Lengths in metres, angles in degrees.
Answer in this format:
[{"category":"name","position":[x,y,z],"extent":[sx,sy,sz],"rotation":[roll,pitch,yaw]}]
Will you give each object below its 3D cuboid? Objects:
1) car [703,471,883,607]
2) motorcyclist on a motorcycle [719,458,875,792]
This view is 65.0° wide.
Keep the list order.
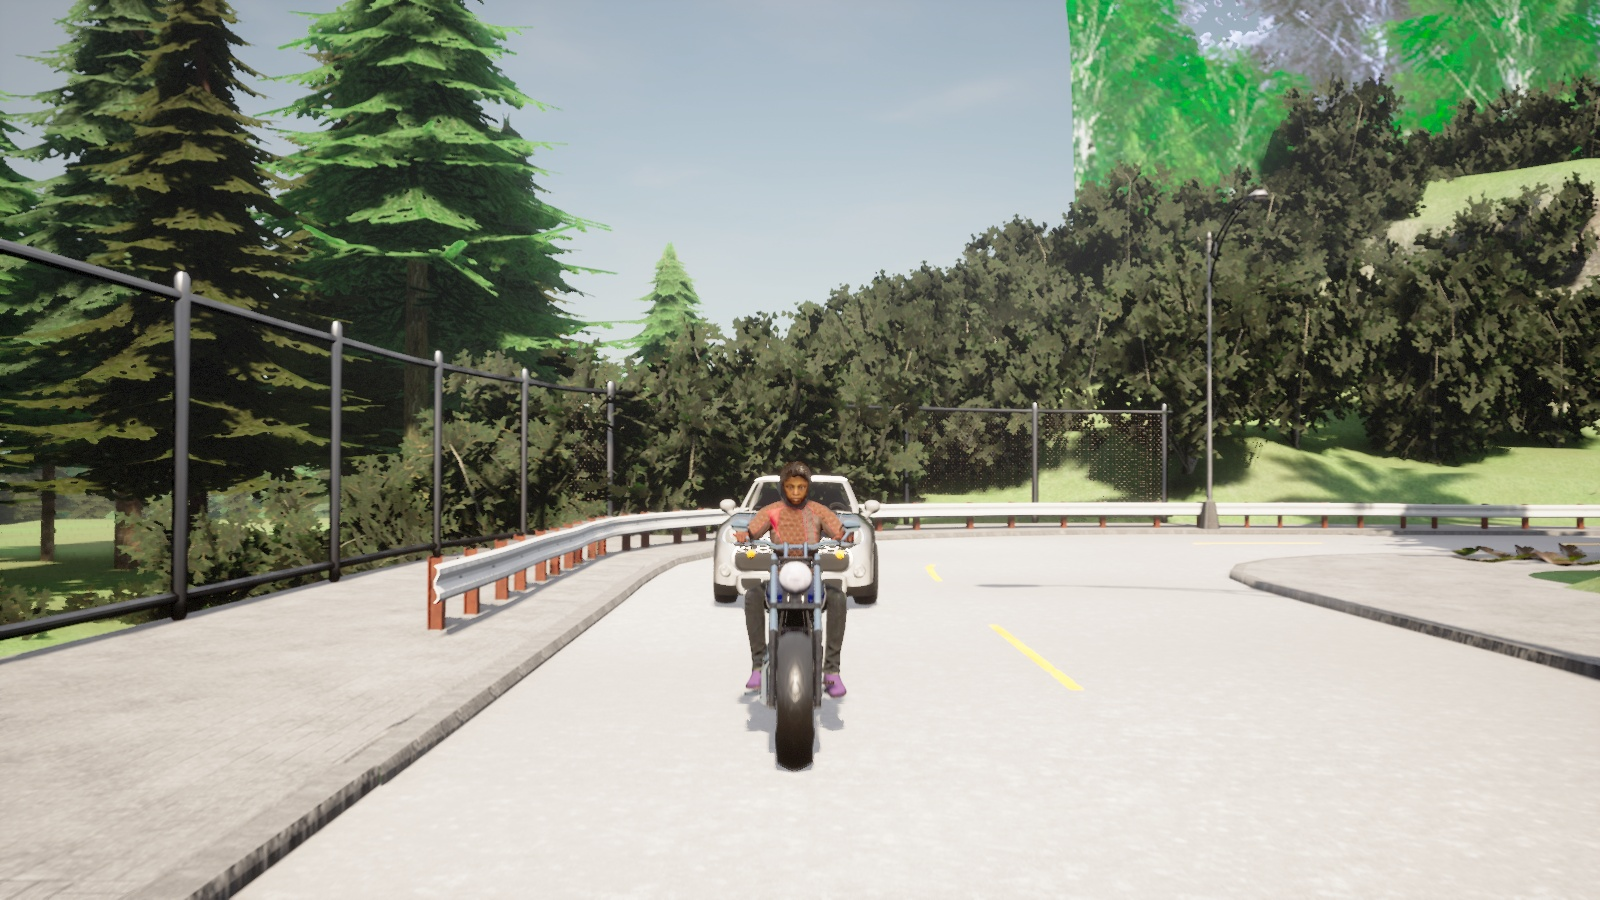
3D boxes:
[{"category":"car","position":[0.018,1.015,15.716],"extent":[1.970,1.475,3.806],"rotation":[0,-1,3]},{"category":"motorcyclist on a motorcycle","position":[-0.020,0.874,7.394],"extent":[0.766,1.649,2.350],"rotation":[0,0,0]}]
